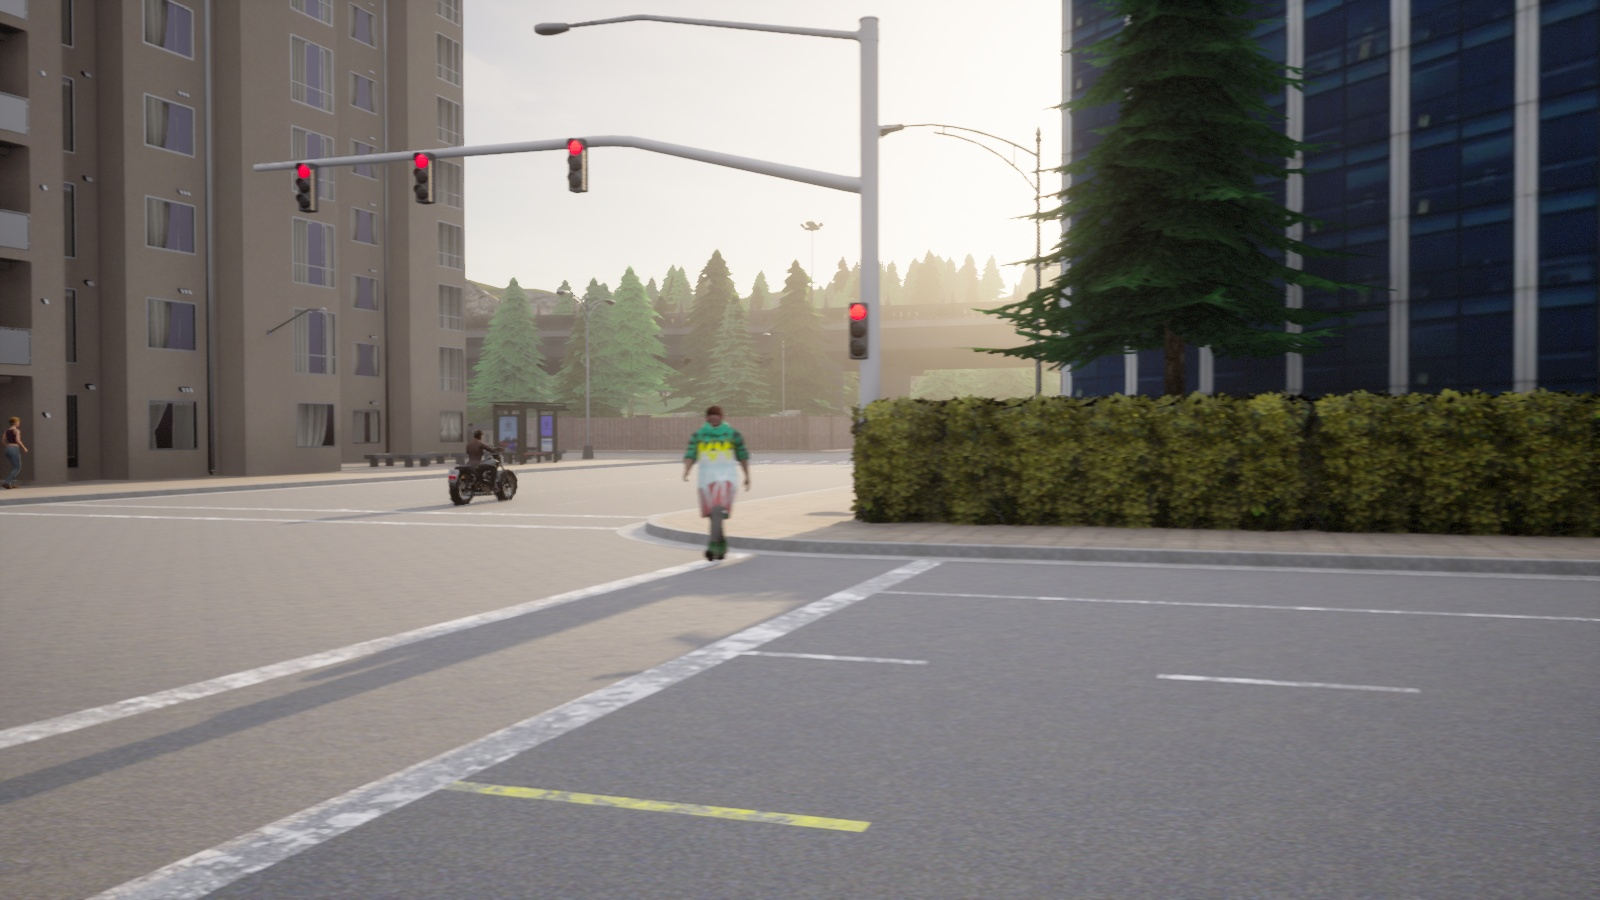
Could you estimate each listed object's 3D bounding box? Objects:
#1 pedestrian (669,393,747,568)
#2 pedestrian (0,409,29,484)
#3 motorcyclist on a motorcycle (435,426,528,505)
[{"bbox_3d":[-1.049,0.329,14.478,0.659,1.952,0.873,0,1,13],"label":"pedestrian"},{"bbox_3d":[-19.725,-0.093,31.453,0.345,1.836,0.594,1,1,26],"label":"pedestrian"},{"bbox_3d":[-6.908,0.313,27.348,0.766,1.649,2.350,0,1,20],"label":"motorcyclist on a motorcycle"}]
